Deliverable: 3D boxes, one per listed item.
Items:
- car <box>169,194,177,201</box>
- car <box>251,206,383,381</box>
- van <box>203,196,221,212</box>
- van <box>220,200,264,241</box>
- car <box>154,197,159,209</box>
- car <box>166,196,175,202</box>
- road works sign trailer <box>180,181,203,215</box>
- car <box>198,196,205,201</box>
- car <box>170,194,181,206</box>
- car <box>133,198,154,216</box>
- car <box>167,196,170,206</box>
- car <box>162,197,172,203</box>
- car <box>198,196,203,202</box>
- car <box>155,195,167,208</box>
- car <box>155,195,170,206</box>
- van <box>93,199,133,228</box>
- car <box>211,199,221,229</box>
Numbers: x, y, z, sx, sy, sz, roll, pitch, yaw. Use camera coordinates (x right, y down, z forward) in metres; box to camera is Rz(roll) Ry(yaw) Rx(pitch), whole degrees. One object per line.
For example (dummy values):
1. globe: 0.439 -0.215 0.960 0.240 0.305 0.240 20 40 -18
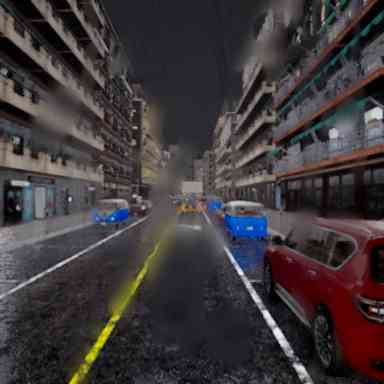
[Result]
1. car: -5.331 1.518 94.259 2.192 1.841 5.009 1 0 0
2. car: 2.574 1.329 5.497 2.192 1.841 5.009 1 0 0
3. van: 2.565 1.430 38.791 1.690 1.788 3.998 1 0 0
4. van: 2.571 1.381 16.595 1.690 1.788 3.998 1 0 0
5. car: -5.318 1.614 38.599 1.752 1.417 4.829 1 0 0
6. car: -5.330 1.707 82.991 1.752 1.417 4.829 1 0 0
7. road works sign trailer: -0.003 0.544 34.595 2.380 3.560 2.880 0 0 0
8. car: 2.549 1.718 88.903 1.752 1.417 4.829 1 0 0
9. car: -2.830 1.620 57.051 2.128 1.511 4.902 0 0 0
10. car: -5.315 1.517 33.220 1.967 1.590 4.097 1 0 0
11. car: -5.320 1.440 55.417 2.192 1.841 5.009 1 0 0
12. car: -5.328 1.741 72.063 1.802 1.307 4.206 1 0 0
13. car: 2.553 1.611 77.635 1.967 1.590 4.097 1 0 0
14. car: -5.320 1.553 49.867 1.967 1.590 4.097 1 0 0
15. car: -5.321 1.451 60.966 2.192 1.841 5.009 1 0 0
16. van: -5.311 1.393 22.122 1.690 1.788 3.998 1 0 0
17. car: 2.568 1.493 22.144 1.967 1.590 4.097 1 0 0
